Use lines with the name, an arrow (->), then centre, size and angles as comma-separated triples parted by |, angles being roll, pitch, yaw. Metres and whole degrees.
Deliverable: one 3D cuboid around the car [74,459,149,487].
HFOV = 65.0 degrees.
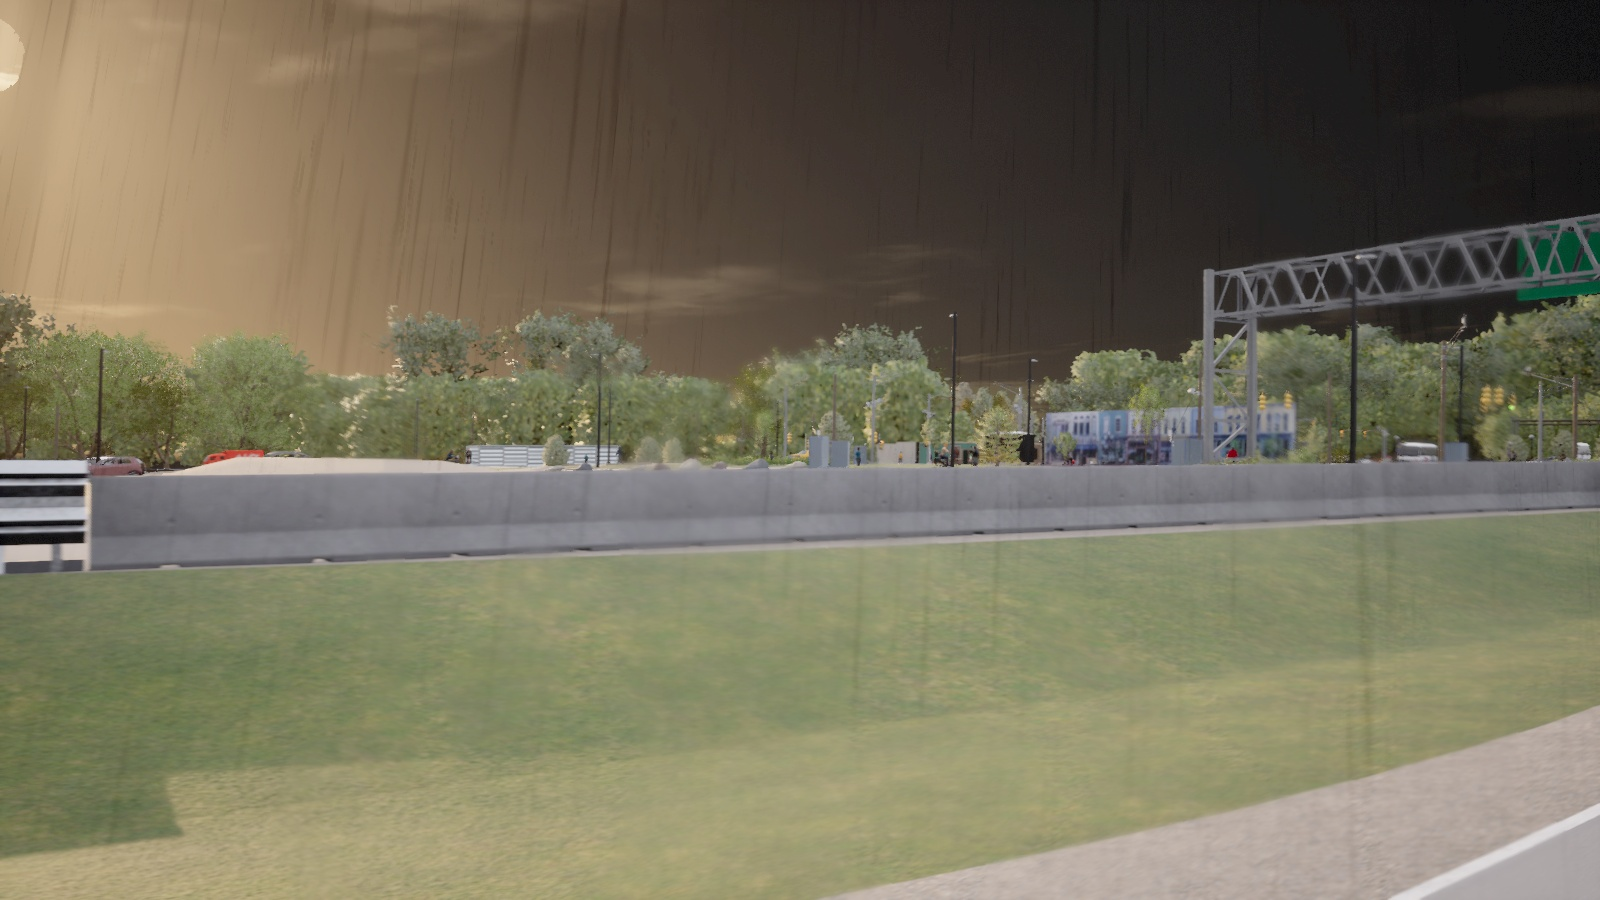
car -> -41.949, 1.401, 76.611 | 3.633, 1.501, 1.845 | -2, -1, -16
